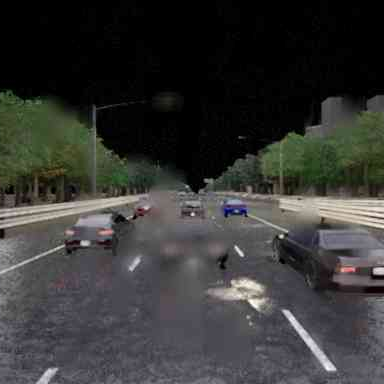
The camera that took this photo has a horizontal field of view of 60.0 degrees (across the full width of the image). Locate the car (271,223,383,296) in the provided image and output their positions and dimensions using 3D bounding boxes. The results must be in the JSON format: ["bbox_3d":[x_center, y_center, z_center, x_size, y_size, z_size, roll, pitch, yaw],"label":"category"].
[{"bbox_3d":[3.545,1.517,8.734,2.033,1.411,5.357,0,0,0],"label":"car"}]

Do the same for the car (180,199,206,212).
[{"bbox_3d":[0.076,1.386,27.623,1.837,1.490,4.892,0,1,0],"label":"car"}]

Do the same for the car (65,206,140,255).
[{"bbox_3d":[-3.423,1.482,12.988,1.812,1.442,4.674,0,0,0],"label":"car"}]

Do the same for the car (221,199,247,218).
[{"bbox_3d":[3.583,1.345,28.998,1.882,1.535,5.008,0,0,0],"label":"car"}]

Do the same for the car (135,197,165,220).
[{"bbox_3d":[-3.428,1.234,27.158,2.097,1.767,4.553,0,0,0],"label":"car"}]

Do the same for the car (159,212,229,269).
[{"bbox_3d":[0.064,1.563,11.025,1.895,1.301,4.718,0,0,0],"label":"car"}]
